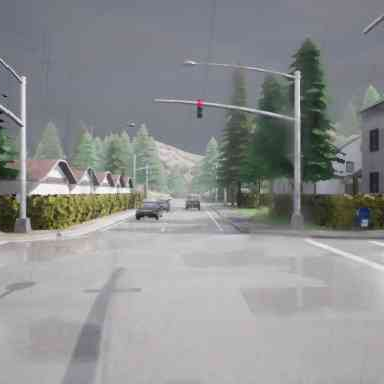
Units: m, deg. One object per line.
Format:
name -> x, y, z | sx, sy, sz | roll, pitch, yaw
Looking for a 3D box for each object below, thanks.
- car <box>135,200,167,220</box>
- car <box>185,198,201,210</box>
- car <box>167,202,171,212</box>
car -> -3.587, 1.558, 28.614 | 2.033, 1.411, 5.357 | 0, 0, 0
car -> 0.118, 1.521, 43.264 | 1.837, 1.490, 4.892 | 0, 0, 0
car -> -3.562, 1.579, 38.531 | 1.994, 1.385, 4.181 | 0, 0, 1
